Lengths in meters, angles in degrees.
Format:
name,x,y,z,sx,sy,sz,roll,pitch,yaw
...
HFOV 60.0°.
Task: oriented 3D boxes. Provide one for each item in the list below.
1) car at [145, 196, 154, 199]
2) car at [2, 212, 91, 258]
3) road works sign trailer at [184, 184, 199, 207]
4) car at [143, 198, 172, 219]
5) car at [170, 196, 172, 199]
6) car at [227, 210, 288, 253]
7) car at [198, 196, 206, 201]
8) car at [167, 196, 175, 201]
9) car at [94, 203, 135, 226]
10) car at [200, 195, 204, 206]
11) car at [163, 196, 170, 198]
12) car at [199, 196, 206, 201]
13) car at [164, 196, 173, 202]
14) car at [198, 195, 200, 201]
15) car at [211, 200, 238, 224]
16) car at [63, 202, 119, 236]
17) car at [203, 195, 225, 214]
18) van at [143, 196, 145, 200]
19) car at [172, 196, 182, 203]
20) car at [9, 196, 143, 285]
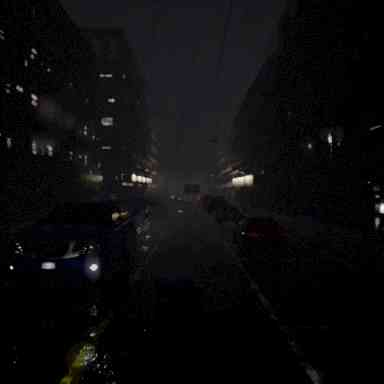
name,x,y,z,sx,sy,sz,roll,pitch,yaw
car,-5.700,1.387,41.608,2.192,1.841,5.009,-1,0,0
car,-5.668,1.606,13.598,1.802,1.307,4.206,-1,0,0
road works sign trailer,-0.005,0.557,53.033,2.380,3.560,2.880,0,0,1
car,-3.102,1.578,30.090,1.812,1.442,4.674,0,0,0
car,-5.711,1.705,69.618,1.802,1.307,4.206,-1,0,0
car,2.679,1.606,13.570,1.802,1.307,4.206,-1,0,0
car,2.666,1.730,91.999,1.947,1.339,4.313,-1,0,0
car,-5.715,1.715,92.026,2.008,1.369,4.403,-1,0,0
car,-5.671,1.594,24.802,2.008,1.369,4.403,-1,0,0
car,2.670,1.397,47.183,2.192,1.841,5.009,-1,0,0
car,-5.710,1.695,64.016,1.802,1.307,4.206,-1,0,0
car,2.666,1.680,86.567,1.752,1.417,4.829,-1,0,0
car,-5.713,1.695,80.823,2.008,1.369,4.403,-1,0,0
car,2.668,1.418,58.387,2.192,1.841,5.009,-1,0,0
car,2.676,1.569,24.945,1.752,1.417,4.829,-1,0,0
car,-5.671,1.473,19.200,1.967,1.590,4.097,-1,0,0
car,2.671,1.378,35.979,2.192,1.841,5.009,-1,0,0
van,-5.674,1.394,30.404,1.690,1.788,3.998,-1,0,0
car,-3.011,1.645,71.557,2.033,1.411,5.357,0,0,0
car,-3.064,1.240,9.902,2.150,2.045,5.566,0,0,0
